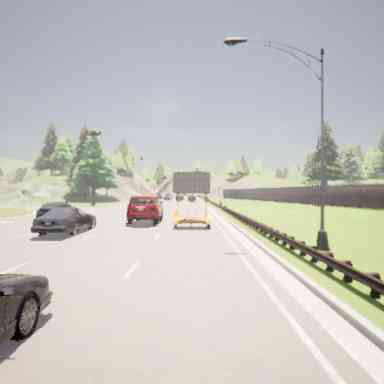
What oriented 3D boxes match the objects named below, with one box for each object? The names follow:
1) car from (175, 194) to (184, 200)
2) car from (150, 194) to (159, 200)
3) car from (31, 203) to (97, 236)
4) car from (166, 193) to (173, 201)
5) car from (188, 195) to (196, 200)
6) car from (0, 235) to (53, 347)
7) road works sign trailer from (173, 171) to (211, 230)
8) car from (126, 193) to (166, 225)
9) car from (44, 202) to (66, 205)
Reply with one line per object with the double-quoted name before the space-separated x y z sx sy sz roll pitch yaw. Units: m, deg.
"car" -3.517 1.576 92.042 1.837 1.490 4.892 0 0 0
"car" -10.517 1.440 93.261 2.097 1.767 4.553 0 0 0
"car" -6.905 1.569 18.442 2.033 1.411 5.357 0 0 0
"car" -7.017 1.619 92.041 2.128 1.511 4.902 0 0 0
"car" -0.017 1.647 92.425 1.994 1.385 4.181 0 0 0
"car" -3.402 1.552 3.469 2.033 1.411 5.357 0 0 0
"road works sign trailer" -0.004 0.489 21.081 2.380 3.560 2.880 0 0 0
"car" -3.404 1.251 24.694 2.150 2.045 5.566 0 0 0
"car" -10.405 1.536 26.098 1.837 1.490 4.892 0 0 0
